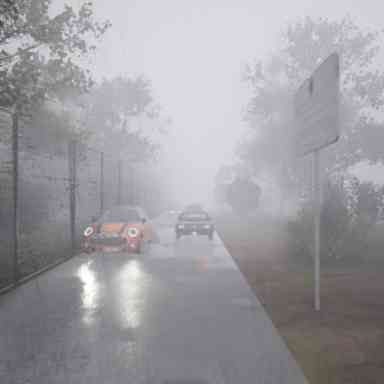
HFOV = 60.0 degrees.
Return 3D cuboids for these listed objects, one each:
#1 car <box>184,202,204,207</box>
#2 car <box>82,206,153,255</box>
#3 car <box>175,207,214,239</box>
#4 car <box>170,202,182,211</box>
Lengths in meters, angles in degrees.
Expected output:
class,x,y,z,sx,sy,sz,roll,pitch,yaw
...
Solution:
class,x,y,z,sx,sy,sz,roll,pitch,yaw
car,0.197,1.866,35.995,1.837,1.490,4.892,0,-1,0
car,-2.852,1.403,13.579,2.097,1.767,4.553,1,-1,0
car,0.127,1.700,17.974,1.895,1.301,4.718,0,-1,0
car,-2.573,2.371,55.344,2.033,1.411,5.357,0,-2,1
